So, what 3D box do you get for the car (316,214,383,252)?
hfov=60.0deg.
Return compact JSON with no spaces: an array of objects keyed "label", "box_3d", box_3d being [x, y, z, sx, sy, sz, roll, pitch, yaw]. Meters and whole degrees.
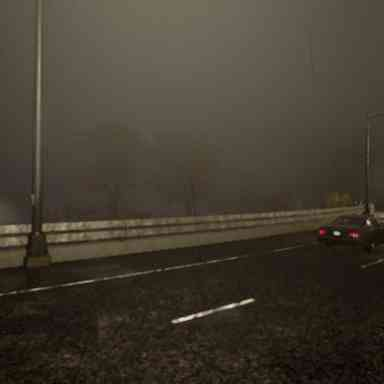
[{"label":"car","box_3d":[7.497,1.694,14.743,5.357,1.411,2.033,1,0,-43]}]
